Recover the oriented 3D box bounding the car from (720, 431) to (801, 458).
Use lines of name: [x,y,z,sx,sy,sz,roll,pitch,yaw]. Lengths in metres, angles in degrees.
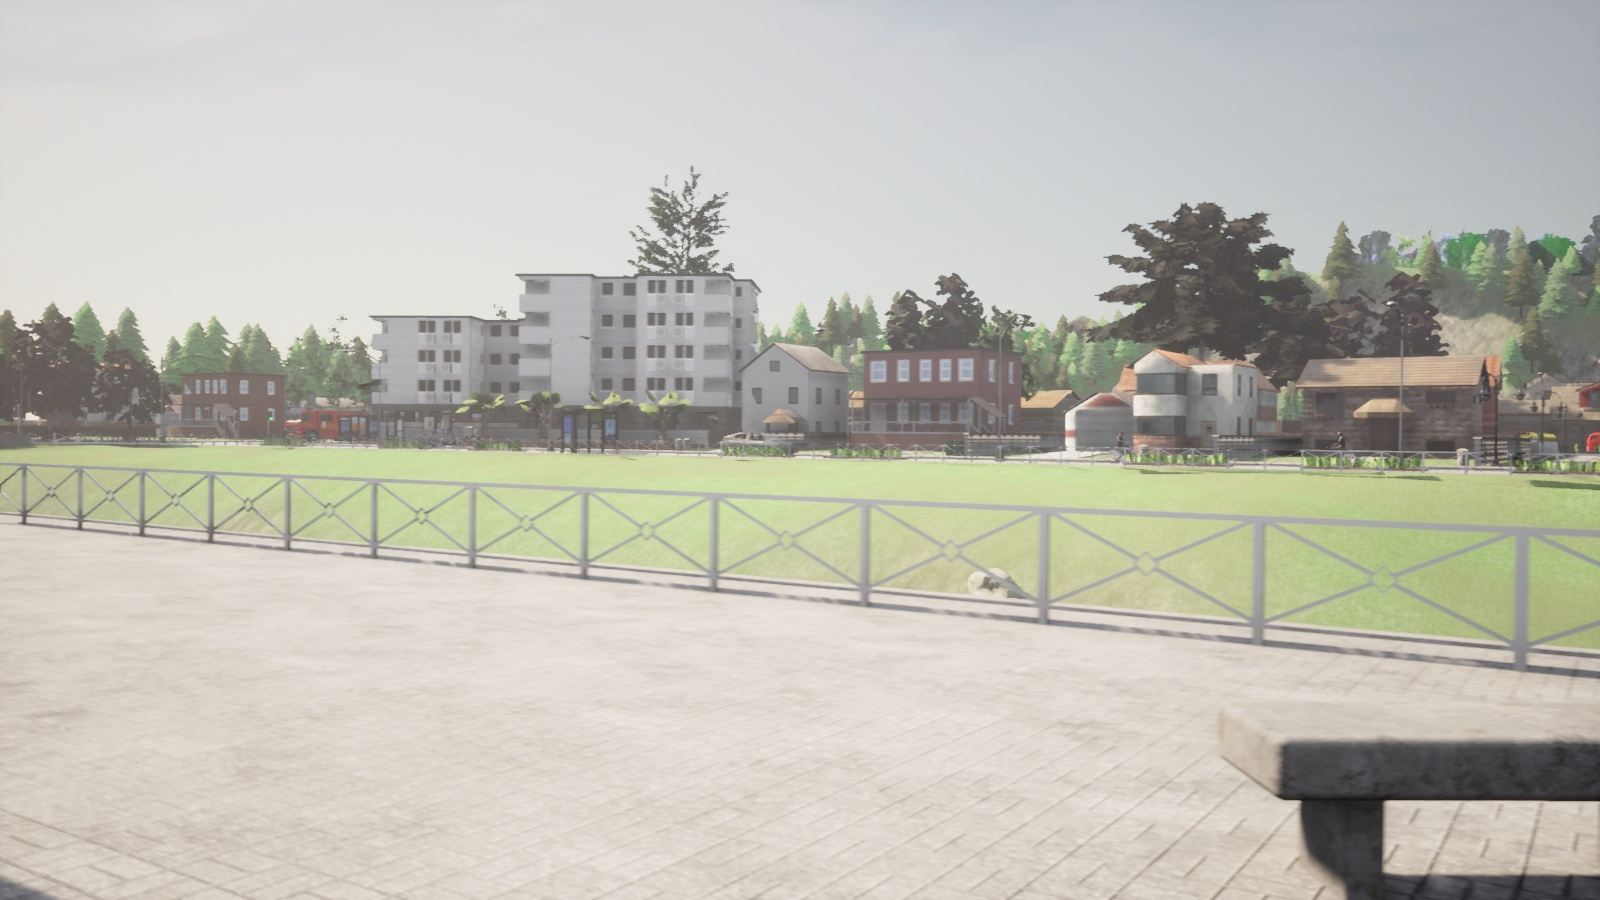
car: [-2.366,-0.325,75.057,4.514,1.525,2.007,0,1,34]
